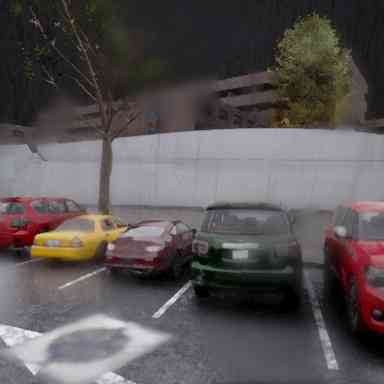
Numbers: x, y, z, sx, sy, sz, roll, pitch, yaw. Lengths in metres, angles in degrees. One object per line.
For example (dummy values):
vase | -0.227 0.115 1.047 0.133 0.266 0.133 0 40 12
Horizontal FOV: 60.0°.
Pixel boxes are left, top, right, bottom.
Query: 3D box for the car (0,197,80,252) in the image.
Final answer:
car | -5.821 1.226 13.578 2.435 2.045 5.566 0 -1 15

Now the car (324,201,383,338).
car | 4.004 1.232 6.601 2.435 2.045 5.566 1 -1 15

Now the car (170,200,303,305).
car | 1.555 1.230 8.397 2.435 2.045 5.566 0 -1 15

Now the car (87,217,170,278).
car | -0.914 1.520 10.095 2.002 1.452 4.674 0 -1 15

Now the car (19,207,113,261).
car | -3.321 1.477 12.005 1.946 1.575 5.366 0 -1 15
